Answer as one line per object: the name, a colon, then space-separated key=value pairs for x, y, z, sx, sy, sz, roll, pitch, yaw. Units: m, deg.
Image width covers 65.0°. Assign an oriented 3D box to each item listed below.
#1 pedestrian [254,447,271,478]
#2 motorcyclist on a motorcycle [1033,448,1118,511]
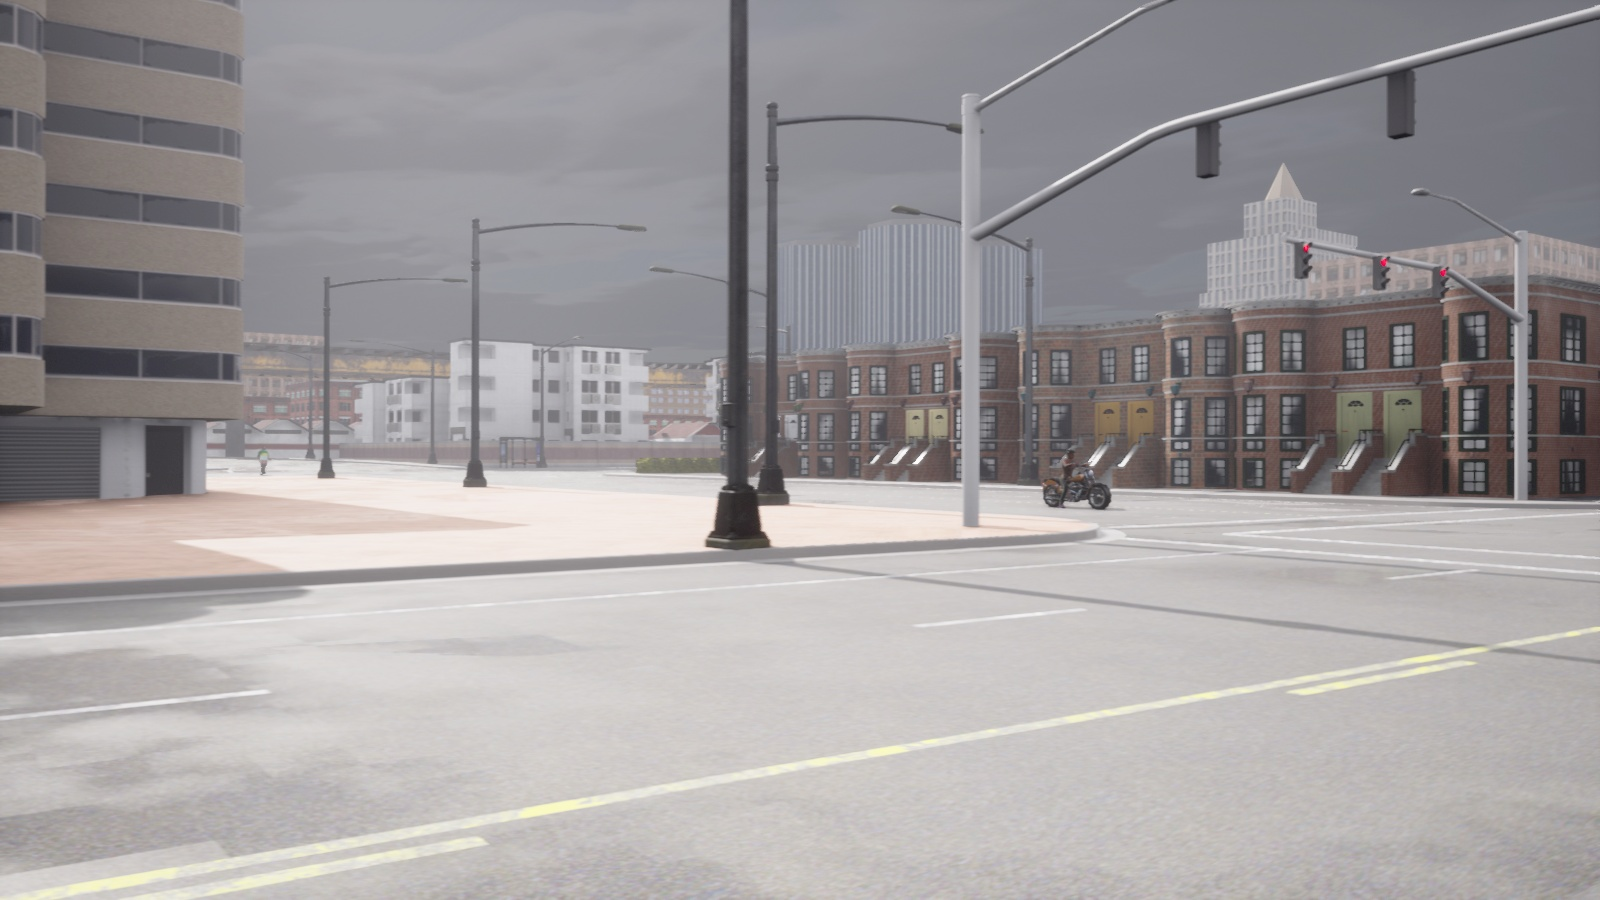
pedestrian: x=-34.702 y=0.804 z=81.052 sx=0.873 sy=1.952 sz=0.659 roll=0 pitch=0 yaw=34
motorcyclist on a motorcycle: x=7.437 y=0.764 z=34.024 sx=0.766 sy=1.649 sz=2.350 roll=0 pitch=0 yaw=-35
